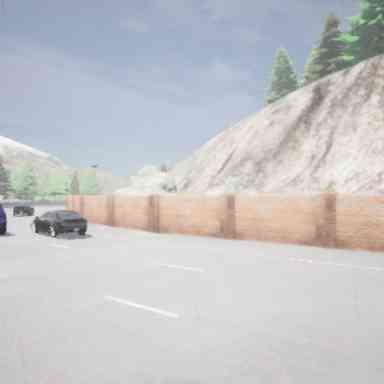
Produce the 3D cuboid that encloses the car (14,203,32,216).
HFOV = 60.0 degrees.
[{"bbox_3d":[-20.893,2.143,41.477,1.837,1.490,4.892,-1,0,-19],"label":"car"}]

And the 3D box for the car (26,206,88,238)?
[{"bbox_3d":[-8.030,1.817,19.988,1.837,1.490,4.892,0,0,-44],"label":"car"}]

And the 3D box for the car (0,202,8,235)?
[{"bbox_3d":[-12.913,1.531,20.304,2.150,2.045,5.566,1,-1,-41],"label":"car"}]
